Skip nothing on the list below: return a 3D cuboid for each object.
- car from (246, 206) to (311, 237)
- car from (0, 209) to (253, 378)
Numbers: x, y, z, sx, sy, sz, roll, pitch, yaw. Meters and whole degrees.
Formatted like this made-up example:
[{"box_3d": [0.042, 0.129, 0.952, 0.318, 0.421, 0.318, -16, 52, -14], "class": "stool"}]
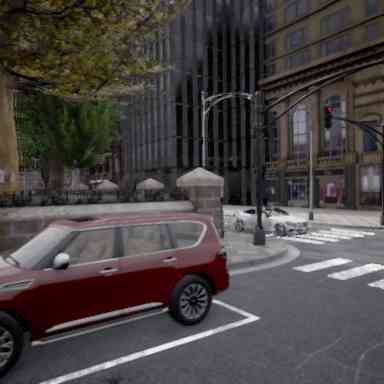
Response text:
[{"box_3d": [4.122, 1.496, 18.051, 1.812, 1.442, 4.674, -1, 1, -36], "class": "car"}, {"box_3d": [-1.613, 1.312, 5.515, 5.009, 1.841, 2.192, 0, -1, -35], "class": "car"}]
